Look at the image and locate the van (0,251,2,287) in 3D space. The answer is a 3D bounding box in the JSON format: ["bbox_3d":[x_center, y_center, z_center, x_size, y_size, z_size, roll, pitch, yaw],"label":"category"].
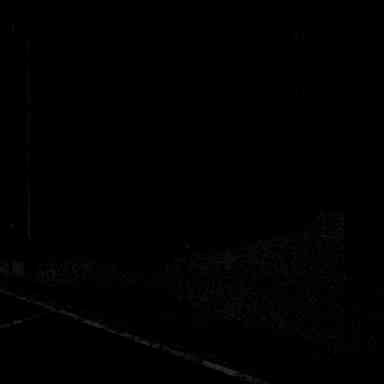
[{"bbox_3d":[-5.778,1.339,7.194,3.998,1.788,1.690,0,0,35],"label":"van"}]
